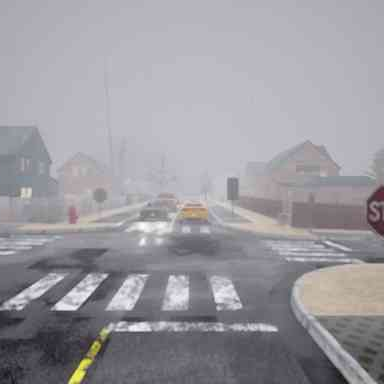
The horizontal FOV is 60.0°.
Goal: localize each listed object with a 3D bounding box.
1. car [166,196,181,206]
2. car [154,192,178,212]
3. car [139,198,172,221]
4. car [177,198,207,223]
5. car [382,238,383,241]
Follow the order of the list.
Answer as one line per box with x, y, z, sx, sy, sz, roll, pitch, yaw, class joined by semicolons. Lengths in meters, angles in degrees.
-2.802;1.344;50.478;1.994;1.385;4.181;0;0;0;car
-2.828;1.042;36.474;2.150;2.045;5.566;0;1;0;car
-2.837;1.430;25.746;1.994;1.385;4.181;0;0;-1;car
0.105;1.348;24.247;1.882;1.535;5.008;0;0;0;car
10.998;1.568;14.748;4.553;1.767;2.097;1;-1;-1;car
